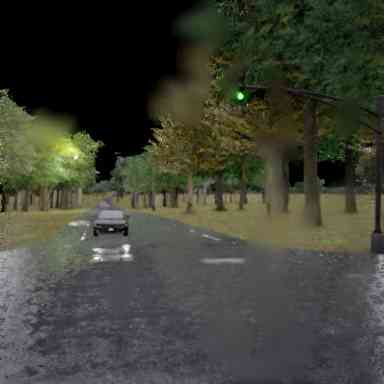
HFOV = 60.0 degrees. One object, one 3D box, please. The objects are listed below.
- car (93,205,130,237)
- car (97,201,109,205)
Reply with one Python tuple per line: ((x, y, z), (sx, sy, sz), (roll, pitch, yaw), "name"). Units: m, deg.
((-4.795, 1.753, 19.940), (1.882, 1.535, 5.008), (2, -2, -12), "car")
((-13.259, 2.474, 50.528), (2.033, 1.411, 5.357), (2, -2, -16), "car")
